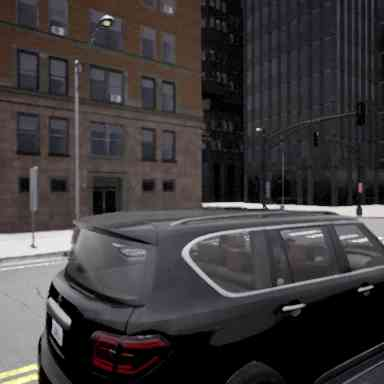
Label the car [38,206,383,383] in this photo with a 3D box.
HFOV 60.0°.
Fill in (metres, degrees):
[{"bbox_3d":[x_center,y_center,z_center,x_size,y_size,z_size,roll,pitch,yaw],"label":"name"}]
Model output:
[{"bbox_3d":[1.108,1.203,4.223,5.566,2.045,2.150,0,0,-35],"label":"car"}]
